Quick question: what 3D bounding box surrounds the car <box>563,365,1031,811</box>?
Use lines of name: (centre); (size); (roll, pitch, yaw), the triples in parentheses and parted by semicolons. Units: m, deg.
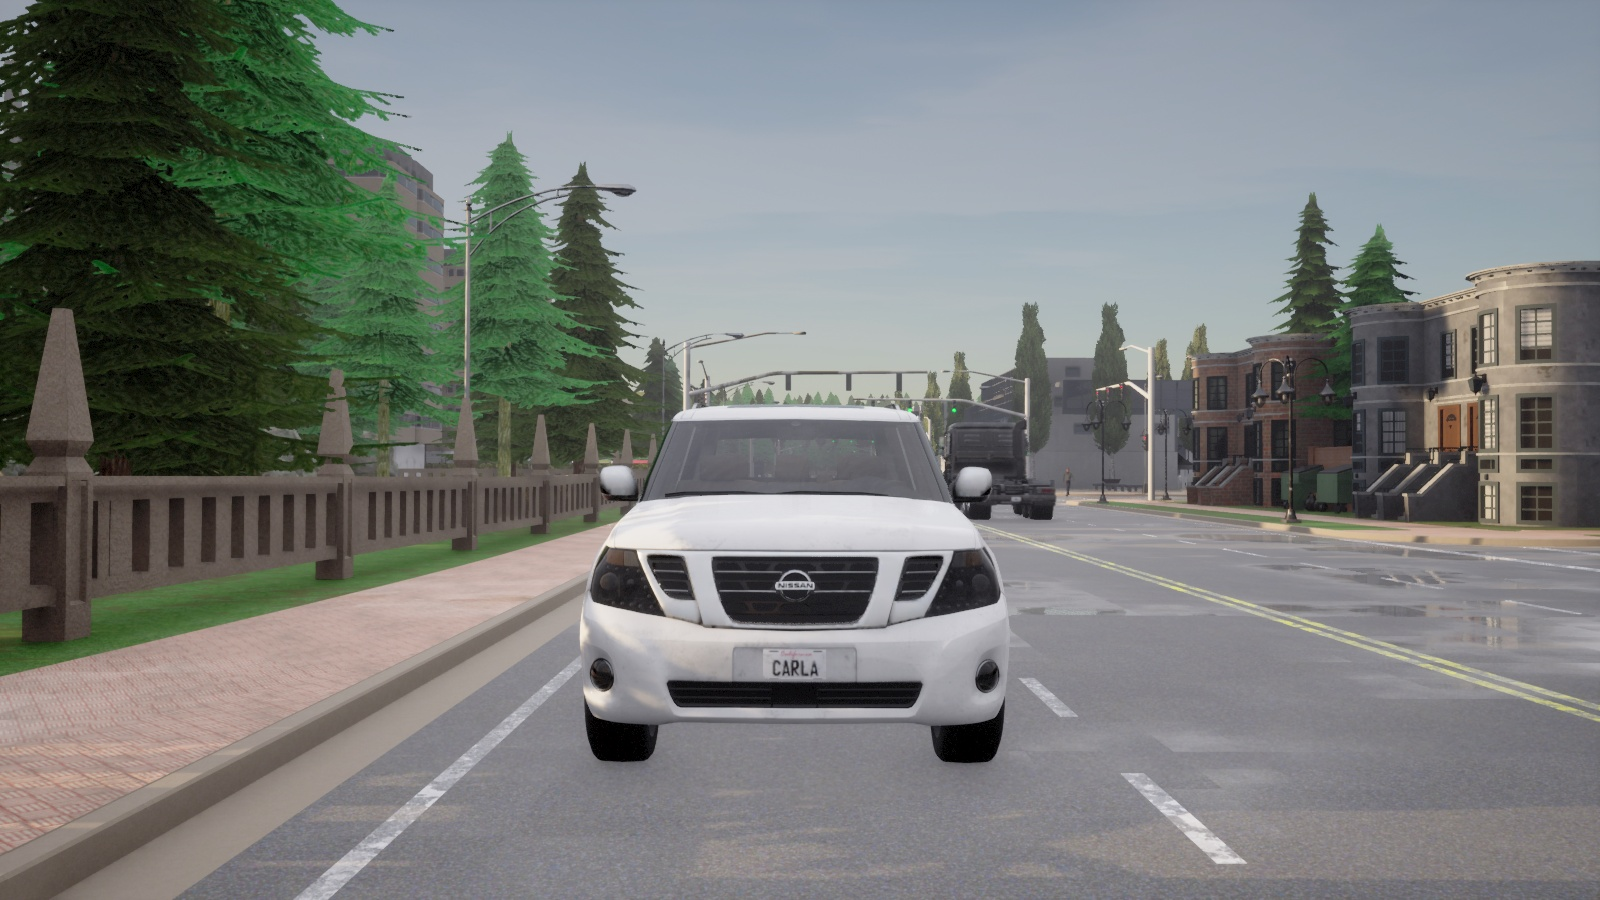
car: (-0.025, 0.677, 8.577); (2.150, 2.045, 5.566); (0, -1, 0)

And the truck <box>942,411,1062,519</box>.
truck: (6.875, 0.542, 44.018); (2.891, 3.462, 7.936); (0, -1, 0)

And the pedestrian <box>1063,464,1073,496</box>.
pedestrian: (16.650, 1.843, 77.997); (0.423, 1.949, 0.788); (0, -1, 2)
